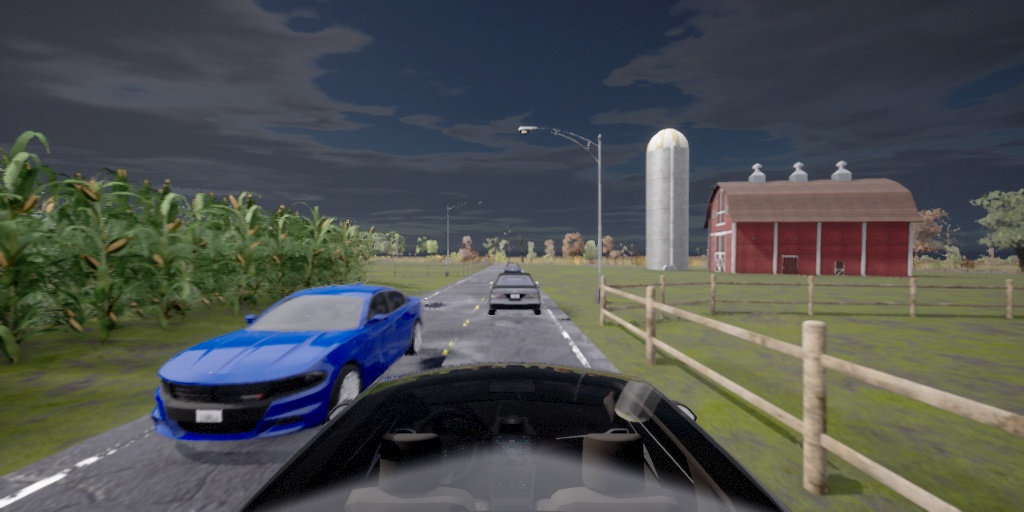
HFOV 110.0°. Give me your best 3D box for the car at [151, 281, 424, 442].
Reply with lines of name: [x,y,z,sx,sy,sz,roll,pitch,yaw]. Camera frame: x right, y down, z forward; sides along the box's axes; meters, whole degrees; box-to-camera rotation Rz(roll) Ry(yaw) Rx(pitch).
car: [-2.851,1.240,5.873,1.882,1.535,5.008,0,0,0]

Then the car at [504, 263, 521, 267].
car: [0.085,1.459,41.350,1.994,1.385,4.181,0,0,0]

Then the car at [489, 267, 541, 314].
car: [0.096,1.337,13.909,2.033,1.411,5.357,0,0,0]
